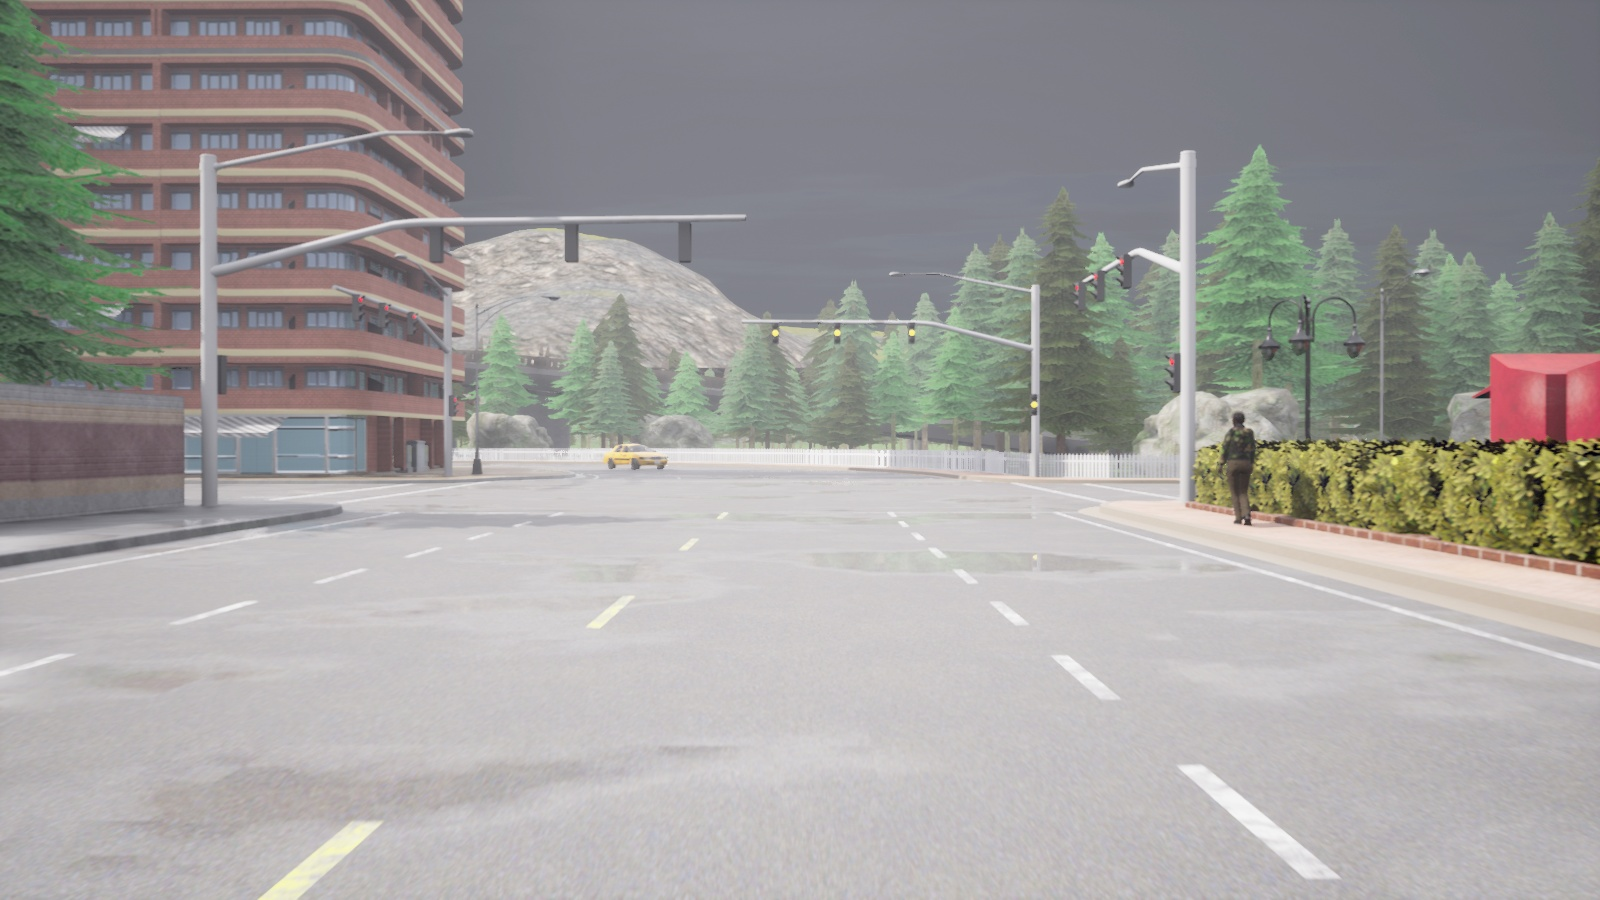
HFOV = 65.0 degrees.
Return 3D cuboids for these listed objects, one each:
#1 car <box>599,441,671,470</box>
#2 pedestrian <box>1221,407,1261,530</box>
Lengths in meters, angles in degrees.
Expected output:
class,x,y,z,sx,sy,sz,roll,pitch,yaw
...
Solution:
class,x,y,z,sx,sy,sz,roll,pitch,yaw
car,-9.292,0.281,70.438,1.801,1.575,5.366,0,0,-34
pedestrian,7.054,0.293,20.105,0.395,1.930,0.692,0,0,2
